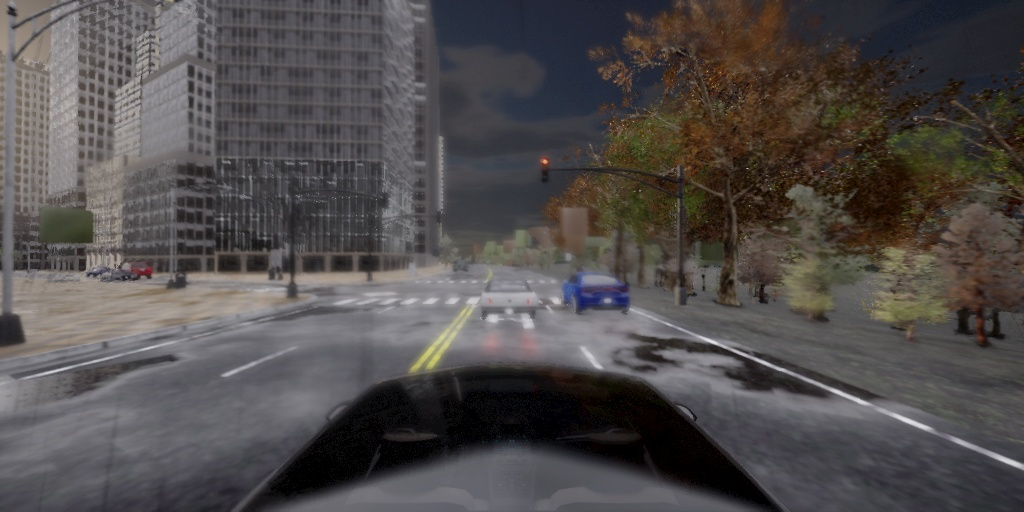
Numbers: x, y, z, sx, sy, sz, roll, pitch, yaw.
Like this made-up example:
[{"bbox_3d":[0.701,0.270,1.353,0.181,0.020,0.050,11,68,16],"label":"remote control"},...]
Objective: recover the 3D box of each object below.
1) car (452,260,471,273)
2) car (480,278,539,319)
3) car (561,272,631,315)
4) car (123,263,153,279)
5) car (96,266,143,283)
[{"bbox_3d":[-8.402,1.643,58.574,2.150,2.045,5.566,0,-1,-3],"label":"car"},{"bbox_3d":[-0.196,1.486,13.520,1.895,1.301,4.718,0,-1,-3],"label":"car"},{"bbox_3d":[3.195,1.373,14.499,1.882,1.535,5.008,0,-1,0],"label":"car"},{"bbox_3d":[-46.466,1.853,44.109,5.566,2.045,2.150,-2,-1,28],"label":"car"},{"bbox_3d":[-41.664,2.075,38.049,4.181,1.385,1.994,-1,-1,28],"label":"car"}]
